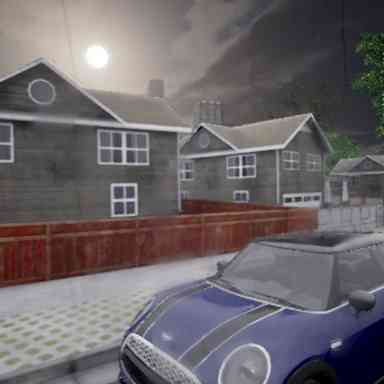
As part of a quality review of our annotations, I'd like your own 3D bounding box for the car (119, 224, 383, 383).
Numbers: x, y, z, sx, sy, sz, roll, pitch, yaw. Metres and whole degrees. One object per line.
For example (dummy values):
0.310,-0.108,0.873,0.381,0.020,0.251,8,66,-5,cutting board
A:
1.398,1.365,4.281,4.553,1.767,2.097,0,0,-38,car
